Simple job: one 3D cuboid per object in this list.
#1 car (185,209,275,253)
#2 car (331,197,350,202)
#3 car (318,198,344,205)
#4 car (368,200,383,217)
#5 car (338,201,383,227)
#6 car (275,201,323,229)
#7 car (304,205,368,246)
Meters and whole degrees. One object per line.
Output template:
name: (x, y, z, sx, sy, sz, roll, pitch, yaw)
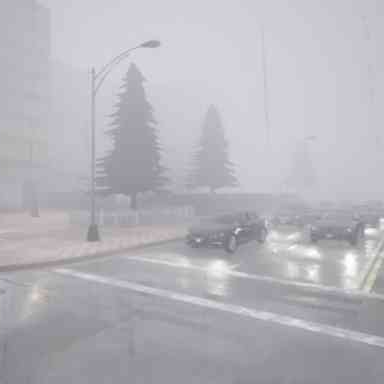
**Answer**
car: (1.598, 1.513, 14.054, 1.837, 1.490, 4.892, 0, 0, 35)
car: (17.490, 1.609, 38.188, 1.994, 1.385, 4.181, 0, 0, 34)
car: (11.967, 1.537, 29.798, 1.837, 1.490, 4.892, 0, 0, 33)
car: (17.398, 1.547, 31.692, 1.837, 1.490, 4.892, 0, 0, 33)
car: (11.708, 1.593, 23.008, 1.994, 1.385, 4.181, 0, 0, 34)
car: (6.794, 1.512, 21.904, 2.128, 1.511, 4.902, 0, 0, 33)
car: (6.951, 1.544, 15.716, 1.812, 1.442, 4.674, 0, 0, 33)
